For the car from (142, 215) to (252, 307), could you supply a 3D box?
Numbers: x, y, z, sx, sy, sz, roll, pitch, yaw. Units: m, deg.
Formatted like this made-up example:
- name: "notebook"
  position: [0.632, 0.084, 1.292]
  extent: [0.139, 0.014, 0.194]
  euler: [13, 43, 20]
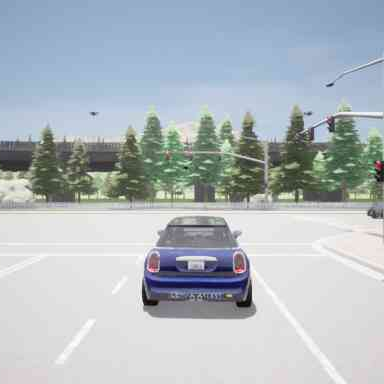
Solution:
- name: "car"
  position: [0.173, 1.352, 8.152]
  extent: [2.097, 1.767, 4.553]
  euler: [0, 0, 3]

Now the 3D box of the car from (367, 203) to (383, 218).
- name: "car"
  position: [16.438, 1.508, 26.763]
  extent: [4.181, 1.385, 1.994]
  euler: [0, 0, 0]
